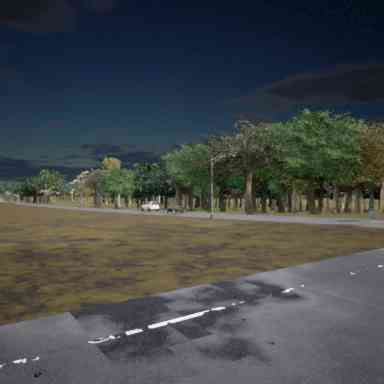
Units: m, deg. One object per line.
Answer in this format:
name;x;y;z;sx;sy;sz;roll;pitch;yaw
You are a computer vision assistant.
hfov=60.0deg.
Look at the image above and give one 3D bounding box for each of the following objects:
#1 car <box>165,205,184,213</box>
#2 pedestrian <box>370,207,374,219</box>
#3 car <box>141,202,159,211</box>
car;-3.308;3.248;62.761;1.837;1.490;4.892;1;-2;-33
pedestrian;19.291;2.202;35.573;0.375;1.300;0.375;-2;1;-33
car;-9.039;3.105;71.515;2.150;2.045;5.566;1;-2;-33
